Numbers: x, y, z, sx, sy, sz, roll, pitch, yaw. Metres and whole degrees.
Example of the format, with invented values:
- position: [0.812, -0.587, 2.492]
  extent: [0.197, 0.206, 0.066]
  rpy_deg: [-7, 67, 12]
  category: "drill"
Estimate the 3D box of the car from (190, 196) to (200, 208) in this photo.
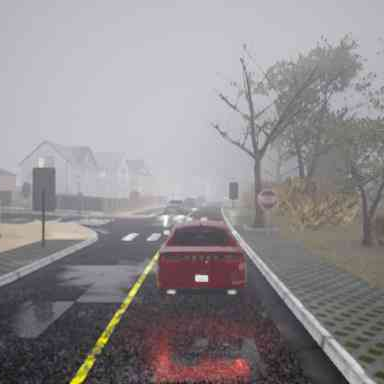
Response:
- position: [-0.389, 1.520, 48.431]
  extent: [1.882, 1.535, 5.008]
  rpy_deg: [0, 0, 6]
  category: "car"

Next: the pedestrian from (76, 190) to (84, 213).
- position: [-9.133, 0.751, 26.969]
  extent: [0.375, 1.860, 0.375]
  rpy_deg: [0, -3, 1]
  category: "pedestrian"

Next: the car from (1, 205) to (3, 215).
- position: [-14.742, 0.793, 21.228]
  extent: [5.008, 1.535, 1.882]
  rpy_deg: [3, 0, 1]
  category: "car"

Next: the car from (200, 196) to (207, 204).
- position: [1.870, 1.509, 67.165]
  extent: [2.097, 1.767, 4.553]
  rpy_deg: [0, 0, 8]
  category: "car"

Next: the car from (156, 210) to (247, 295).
- position: [0.223, 1.467, 8.712]
  extent: [1.882, 1.535, 5.008]
  rpy_deg: [0, 0, 1]
  category: "car"

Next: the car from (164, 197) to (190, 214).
- position: [-1.626, 1.520, 34.369]
  extent: [1.812, 1.442, 4.674]
  rpy_deg: [0, 0, 6]
  category: "car"
